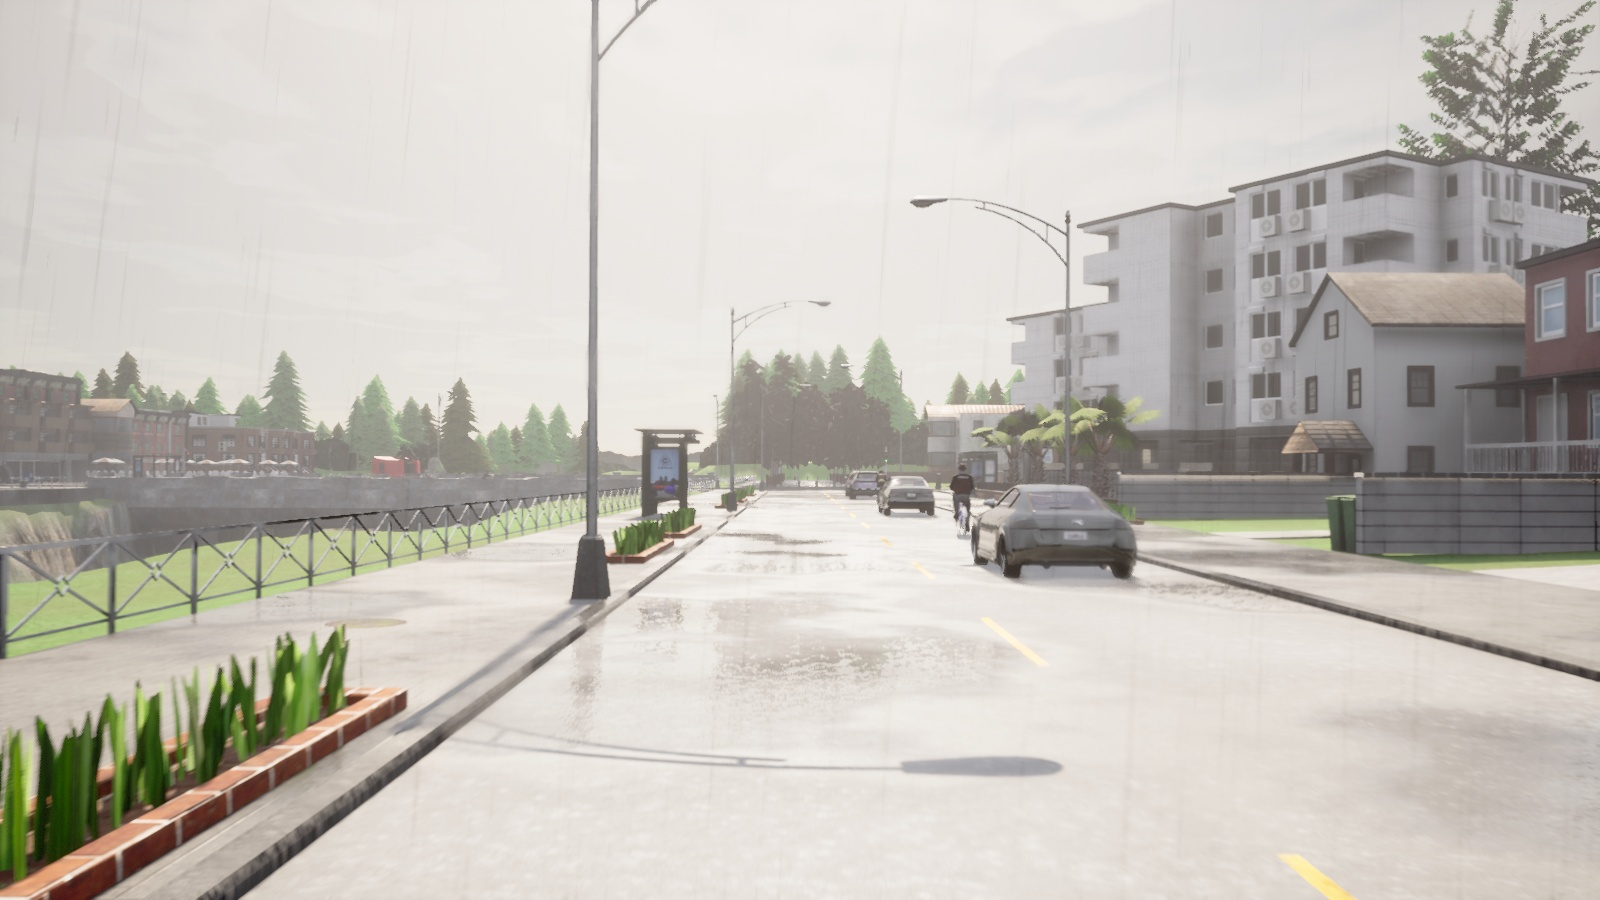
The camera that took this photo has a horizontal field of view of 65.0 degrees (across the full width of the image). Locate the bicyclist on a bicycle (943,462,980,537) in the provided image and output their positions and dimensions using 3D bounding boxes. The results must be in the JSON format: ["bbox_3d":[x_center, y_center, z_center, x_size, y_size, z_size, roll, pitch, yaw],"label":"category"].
[{"bbox_3d":[3.918,1.182,30.603,0.659,1.776,1.843,0,-1,0],"label":"bicyclist on a bicycle"}]

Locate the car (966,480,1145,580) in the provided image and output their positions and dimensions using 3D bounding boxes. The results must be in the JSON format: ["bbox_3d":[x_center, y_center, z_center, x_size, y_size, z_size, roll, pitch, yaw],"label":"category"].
[{"bbox_3d":[3.949,1.200,20.142,1.994,1.385,4.181,0,-1,0],"label":"car"}]

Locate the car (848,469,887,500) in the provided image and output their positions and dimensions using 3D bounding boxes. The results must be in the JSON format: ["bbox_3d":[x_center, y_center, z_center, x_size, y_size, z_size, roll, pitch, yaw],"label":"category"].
[{"bbox_3d":[3.794,1.917,70.966,2.033,1.649,4.856,0,-1,1],"label":"car"}]

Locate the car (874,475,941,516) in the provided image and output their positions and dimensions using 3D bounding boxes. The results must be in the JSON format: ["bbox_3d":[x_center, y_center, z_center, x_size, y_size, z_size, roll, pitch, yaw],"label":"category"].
[{"bbox_3d":[3.880,1.620,46.210,2.033,1.411,5.357,0,-1,0],"label":"car"}]
